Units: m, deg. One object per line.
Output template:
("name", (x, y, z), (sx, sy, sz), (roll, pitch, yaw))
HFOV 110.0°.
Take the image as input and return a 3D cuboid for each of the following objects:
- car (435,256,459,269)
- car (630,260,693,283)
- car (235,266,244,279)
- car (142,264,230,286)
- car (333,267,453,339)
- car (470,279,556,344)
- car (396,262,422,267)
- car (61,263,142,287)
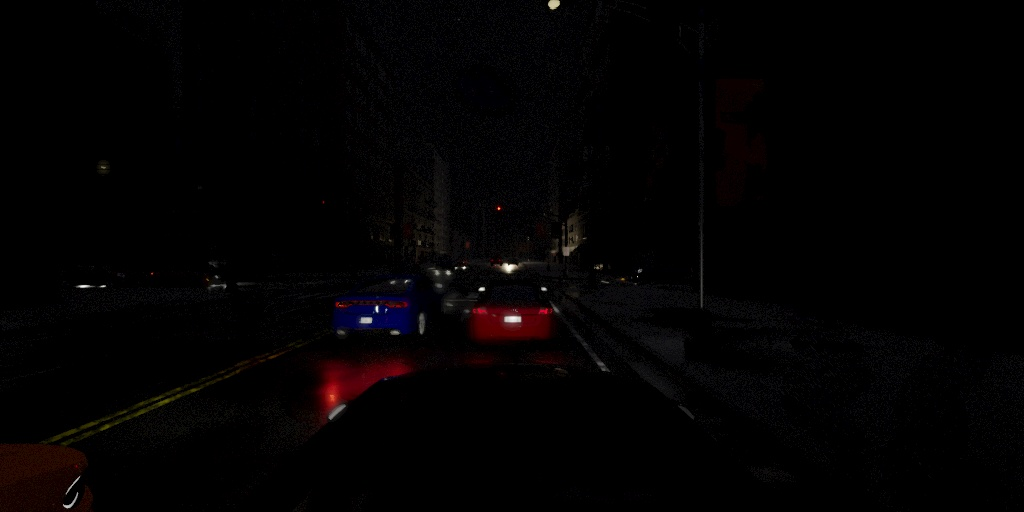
("car", (-9.688, 0.970, 52.530), (2.150, 2.045, 5.566), (0, 0, 0))
("car", (11.629, 1.140, 28.037), (4.553, 1.767, 2.097), (0, 0, 2))
("car", (-25.286, 1.330, 30.497), (4.313, 1.339, 1.948), (0, 0, 0))
("car", (-22.526, 1.308, 24.991), (4.181, 1.385, 1.994), (0, 0, 1))
("car", (-3.123, 1.228, 10.151), (1.882, 1.535, 5.008), (0, 0, 0))
("car", (0.028, 1.314, 9.623), (1.994, 1.385, 4.181), (0, 0, 0))
("car", (-9.753, 1.307, 33.456), (2.033, 1.411, 5.357), (0, 0, 0))
("car", (-25.353, 1.172, 22.473), (4.097, 1.591, 1.967), (0, 0, 0))
